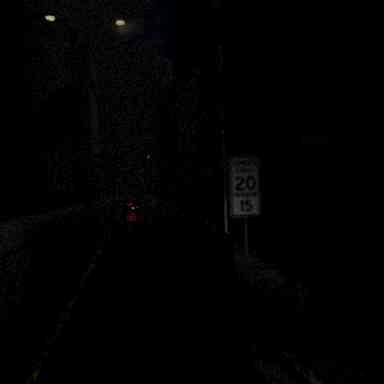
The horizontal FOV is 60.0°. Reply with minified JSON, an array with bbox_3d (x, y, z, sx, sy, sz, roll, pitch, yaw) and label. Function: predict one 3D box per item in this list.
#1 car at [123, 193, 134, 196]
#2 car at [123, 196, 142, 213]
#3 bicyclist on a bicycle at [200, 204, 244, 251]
[{"bbox_3d":[-9.060,1.303,50.289,2.097,1.767,4.553,-1,0,-11],"label":"car"},{"bbox_3d":[-6.779,1.487,38.013,1.837,1.490,4.892,-1,0,-11],"label":"car"},{"bbox_3d":[1.072,1.230,11.665,1.656,1.620,0.582,-2,0,-11],"label":"bicyclist on a bicycle"}]
